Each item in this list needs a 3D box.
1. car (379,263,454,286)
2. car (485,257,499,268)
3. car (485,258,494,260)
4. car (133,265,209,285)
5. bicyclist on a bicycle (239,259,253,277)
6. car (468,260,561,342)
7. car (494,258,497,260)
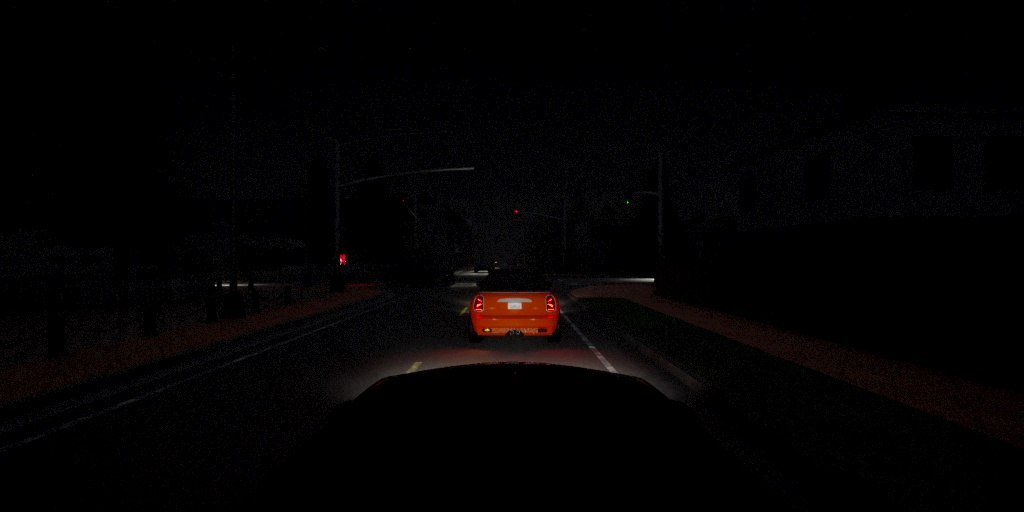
[{"bbox_3d":[-6.573,1.236,24.917,5.008,1.535,1.882,-1,0,-3],"label":"car"},{"bbox_3d":[-3.555,1.102,64.005,2.097,1.767,4.553,0,0,0],"label":"car"},{"bbox_3d":[-3.595,1.228,44.746,1.882,1.535,5.008,0,0,0],"label":"car"},{"bbox_3d":[-22.935,1.329,24.301,4.181,1.385,1.994,0,0,-2],"label":"car"},{"bbox_3d":[-23.556,1.066,31.764,0.582,1.620,1.656,0,0,-2],"label":"bicyclist on a bicycle"},{"bbox_3d":[0.072,1.102,9.904,2.097,1.767,4.553,0,0,0],"label":"car"},{"bbox_3d":[-3.588,1.241,54.207,2.128,1.511,4.902,0,0,0],"label":"car"}]
